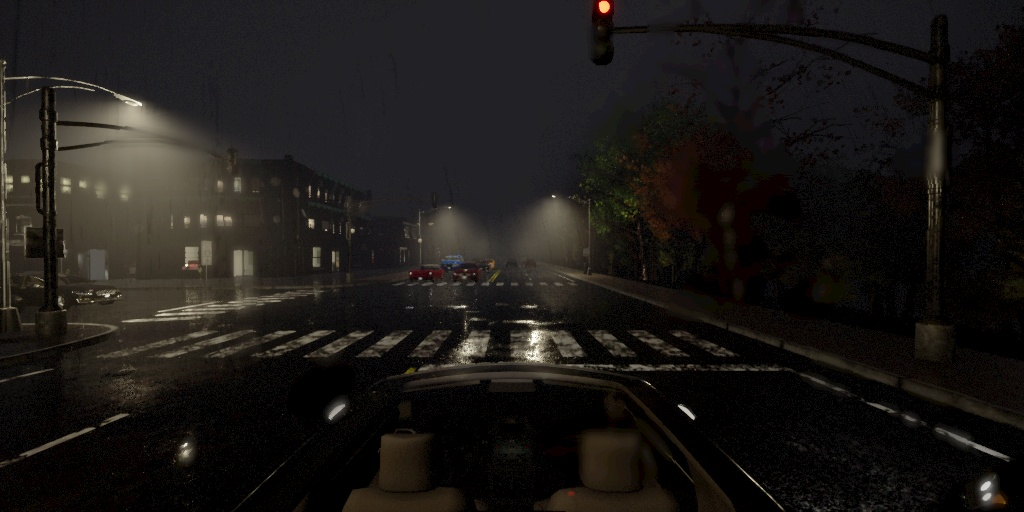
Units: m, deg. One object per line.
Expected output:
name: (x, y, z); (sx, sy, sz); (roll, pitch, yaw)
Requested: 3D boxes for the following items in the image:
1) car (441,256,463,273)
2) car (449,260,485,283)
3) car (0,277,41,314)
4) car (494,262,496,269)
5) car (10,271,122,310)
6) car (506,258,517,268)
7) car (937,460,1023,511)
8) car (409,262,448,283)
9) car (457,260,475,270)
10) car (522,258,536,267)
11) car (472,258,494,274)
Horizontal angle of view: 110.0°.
car: (-6.669, 0.962, 40.709); (2.150, 2.045, 5.566); (0, 0, 0)
car: (-3.400, 1.268, 27.886); (1.812, 1.442, 4.674); (0, 0, 0)
car: (-19.970, 1.565, 12.517); (4.313, 1.339, 1.948); (0, 0, 0)
car: (-3.440, 1.209, 52.970); (1.882, 1.535, 5.008); (0, 0, 0)
car: (-19.619, 1.472, 15.223); (4.892, 1.490, 1.837); (-1, 1, 0)
car: (-0.031, 1.204, 62.936); (1.882, 1.535, 5.008); (0, 0, 0)
car: (3.355, 1.314, 0.201); (1.994, 1.385, 4.181); (0, 0, 0)
car: (-6.671, 1.343, 28.341); (1.895, 1.301, 4.718); (0, 0, 0)
car: (-6.692, 1.295, 52.280); (1.994, 1.385, 4.181); (0, 0, 0)
car: (3.220, 1.204, 63.208); (1.882, 1.535, 5.008); (0, 0, 0)
car: (-3.420, 1.243, 40.968); (1.837, 1.490, 4.892); (0, -1, 0)
